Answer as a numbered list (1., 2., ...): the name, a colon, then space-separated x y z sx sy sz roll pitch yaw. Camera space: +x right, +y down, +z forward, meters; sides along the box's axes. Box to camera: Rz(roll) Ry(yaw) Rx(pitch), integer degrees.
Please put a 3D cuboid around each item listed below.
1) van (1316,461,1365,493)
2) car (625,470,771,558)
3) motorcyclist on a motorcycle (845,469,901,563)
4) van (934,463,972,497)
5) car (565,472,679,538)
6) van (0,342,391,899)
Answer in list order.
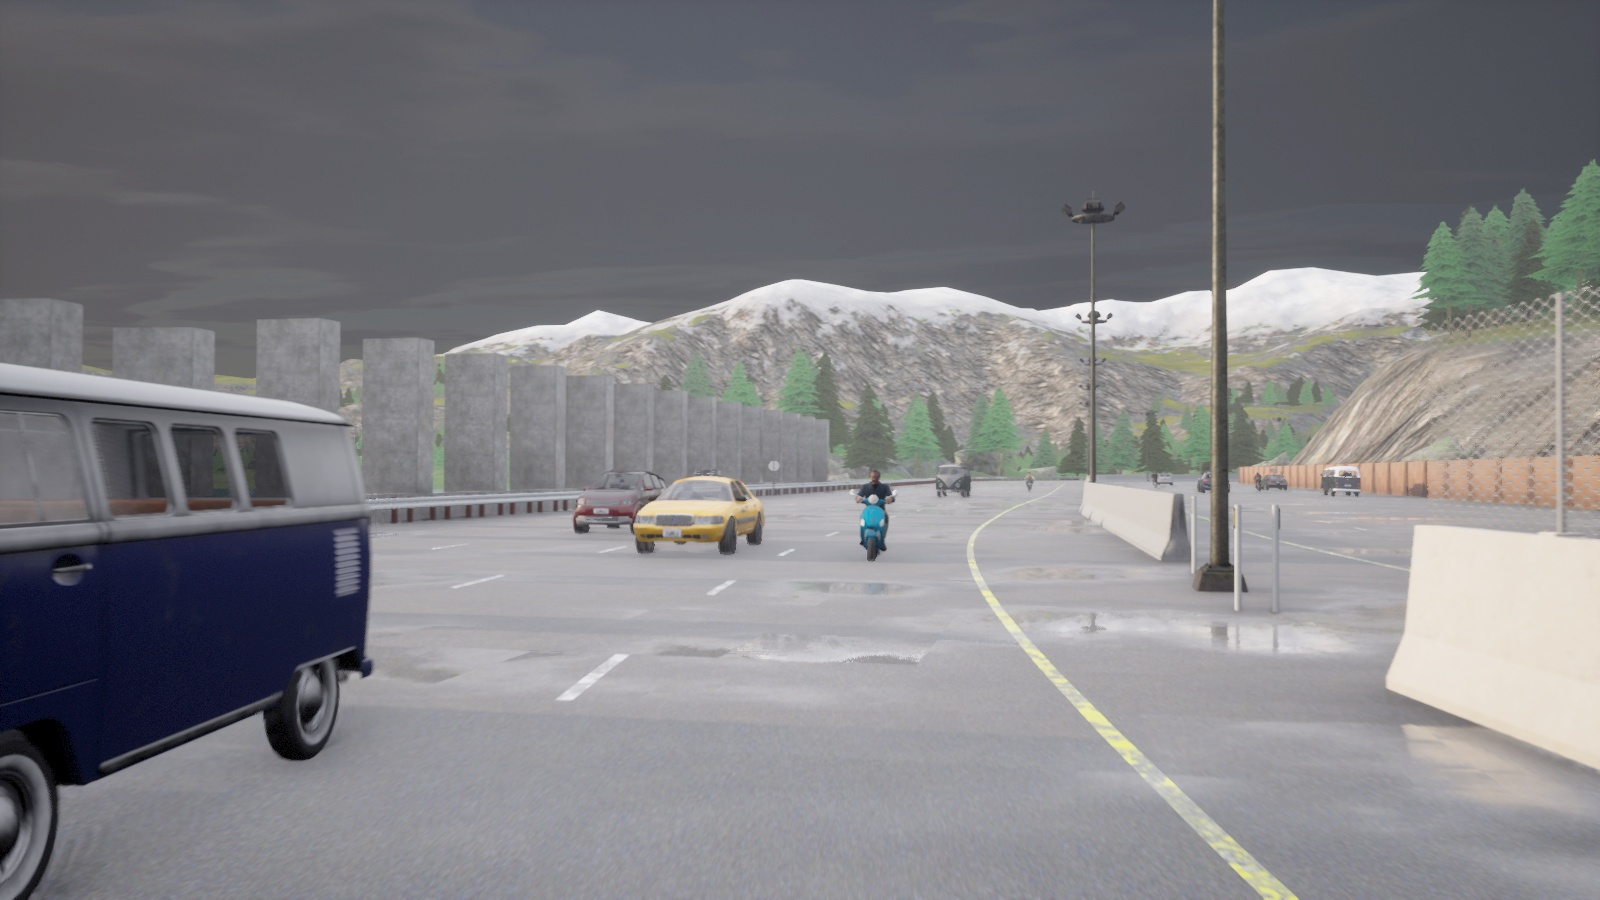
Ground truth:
1. van: 36.888 1.839 85.794 2.069 2.038 4.480 2 0 11
2. car: -1.882 1.180 25.056 1.801 1.575 5.366 0 -1 8
3. motorcyclist on a motorcycle: 1.314 1.136 22.281 0.866 1.590 1.817 0 -1 7
4. van: 9.446 1.823 77.082 1.775 1.987 4.442 0 -1 14
5. car: -4.420 1.341 31.716 1.789 1.549 3.705 -1 -1 10
6. van: -3.443 0.672 5.448 1.775 1.987 4.442 0 -1 2
